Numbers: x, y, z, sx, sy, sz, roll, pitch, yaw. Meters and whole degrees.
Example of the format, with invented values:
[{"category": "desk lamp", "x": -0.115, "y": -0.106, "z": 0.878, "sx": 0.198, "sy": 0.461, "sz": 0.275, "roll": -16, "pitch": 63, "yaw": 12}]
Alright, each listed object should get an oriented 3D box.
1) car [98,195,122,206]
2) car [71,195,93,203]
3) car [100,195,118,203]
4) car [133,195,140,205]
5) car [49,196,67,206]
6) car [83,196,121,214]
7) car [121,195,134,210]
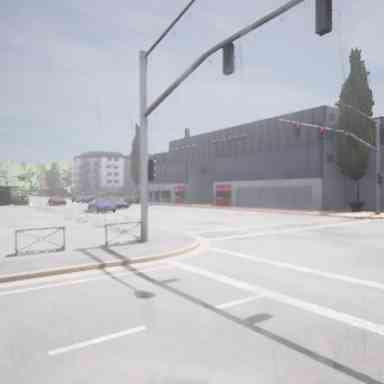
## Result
[{"category": "car", "x": -13.140, "y": 1.332, "z": 52.975, "sx": 2.128, "sy": 1.511, "sz": 4.902, "roll": -1, "pitch": 0, "yaw": -33}, {"category": "car", "x": -18.360, "y": 1.126, "z": 54.376, "sx": 2.033, "sy": 1.411, "sz": 5.357, "roll": -1, "pitch": 0, "yaw": -34}, {"category": "car", "x": -15.905, "y": 1.375, "z": 63.290, "sx": 1.994, "sy": 1.385, "sz": 4.181, "roll": -1, "pitch": 0, "yaw": -34}, {"category": "car", "x": -10.180, "y": 1.304, "z": 54.845, "sx": 2.128, "sy": 1.511, "sz": 4.902, "roll": -1, "pitch": 0, "yaw": -33}, {"category": "car", "x": -21.115, "y": 1.377, "z": 52.199, "sx": 1.882, "sy": 1.535, "sz": 5.008, "roll": -1, "pitch": 0, "yaw": -34}, {"category": "car", "x": -9.434, "y": 1.427, "z": 34.630, "sx": 1.812, "sy": 1.442, "sz": 4.674, "roll": -1, "pitch": 0, "yaw": -34}, {"category": "car", "x": -9.432, "y": 1.420, "z": 40.889, "sx": 2.033, "sy": 1.411, "sz": 5.357, "roll": -1, "pitch": 0, "yaw": -34}]
